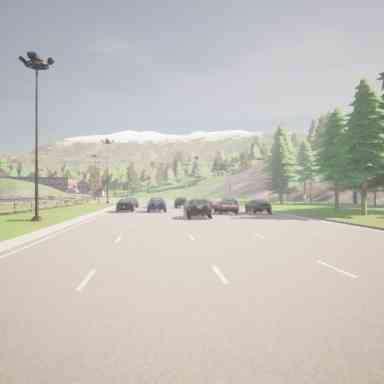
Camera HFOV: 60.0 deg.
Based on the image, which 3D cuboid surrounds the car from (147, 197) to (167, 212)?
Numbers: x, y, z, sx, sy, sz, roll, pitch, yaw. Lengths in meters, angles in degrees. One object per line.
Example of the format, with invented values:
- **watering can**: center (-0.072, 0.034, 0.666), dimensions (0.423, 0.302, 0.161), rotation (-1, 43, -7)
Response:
- **car**: center (-4.021, 1.352, 38.004), dimensions (2.097, 1.767, 4.553), rotation (0, 0, -7)

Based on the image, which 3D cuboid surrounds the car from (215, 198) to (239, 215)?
- **car**: center (3.418, 1.601, 34.328), dimensions (1.895, 1.301, 4.718), rotation (0, 0, -6)

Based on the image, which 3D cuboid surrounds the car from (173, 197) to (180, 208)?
- **car**: center (-1.606, 1.499, 48.253), dimensions (1.837, 1.490, 4.892), rotation (0, -2, -6)

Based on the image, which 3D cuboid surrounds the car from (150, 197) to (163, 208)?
- **car**: center (-5.095, 1.526, 47.883), dimensions (1.812, 1.442, 4.674), rotation (0, 0, -7)

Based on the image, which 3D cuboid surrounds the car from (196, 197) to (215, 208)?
- **car**: center (1.893, 1.547, 48.460), dimensions (2.033, 1.411, 5.357), rotation (0, 0, -6)

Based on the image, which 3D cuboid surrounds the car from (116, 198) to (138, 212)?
- **car**: center (-7.555, 1.478, 38.161), dimensions (1.882, 1.535, 5.008), rotation (0, 0, -6)

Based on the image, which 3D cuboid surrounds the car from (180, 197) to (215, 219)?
- **car**: center (0.402, 1.351, 29.631), dimensions (2.097, 1.767, 4.553), rotation (0, 0, -6)

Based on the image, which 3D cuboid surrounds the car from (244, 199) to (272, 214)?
- **car**: center (6.871, 1.506, 34.955), dimensions (1.837, 1.490, 4.892), rotation (0, 0, -6)

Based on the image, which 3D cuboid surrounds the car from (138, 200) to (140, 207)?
- **car**: center (-8.552, 1.526, 47.367), dimensions (1.812, 1.442, 4.674), rotation (0, 0, -6)
